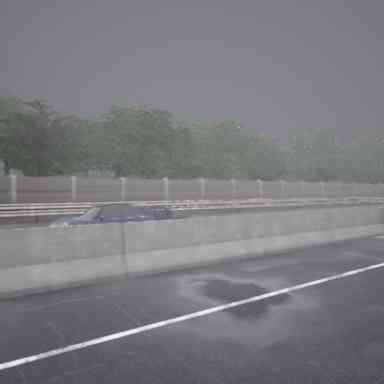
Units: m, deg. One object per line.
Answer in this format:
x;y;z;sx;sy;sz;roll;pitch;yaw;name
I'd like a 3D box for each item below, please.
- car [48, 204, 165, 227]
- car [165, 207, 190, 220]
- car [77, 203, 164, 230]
-3.784;1.338;14.193;4.553;1.767;2.097;0;0;-36;car
-2.620;1.523;19.324;5.357;1.411;2.033;0;0;-36;car
-4.669;1.523;22.163;5.357;1.411;2.033;0;0;-36;car
